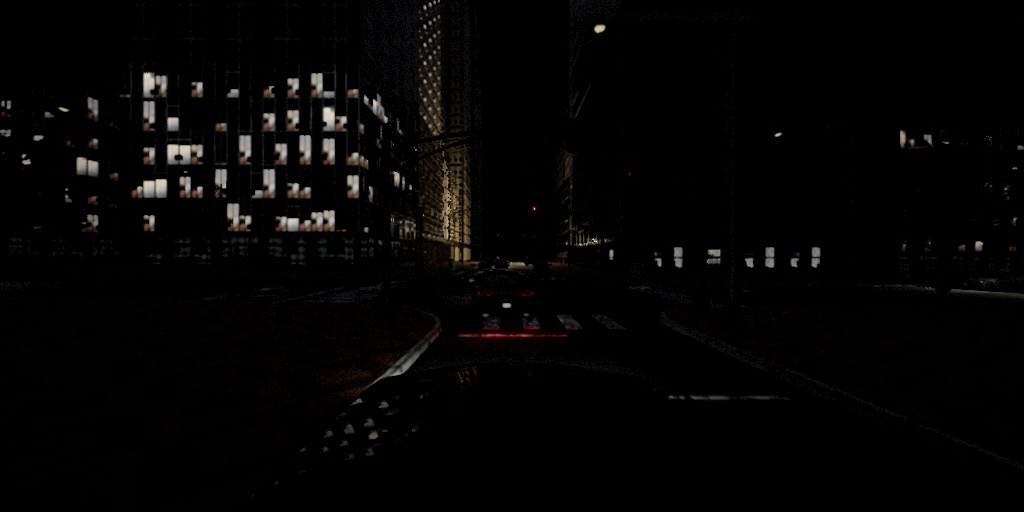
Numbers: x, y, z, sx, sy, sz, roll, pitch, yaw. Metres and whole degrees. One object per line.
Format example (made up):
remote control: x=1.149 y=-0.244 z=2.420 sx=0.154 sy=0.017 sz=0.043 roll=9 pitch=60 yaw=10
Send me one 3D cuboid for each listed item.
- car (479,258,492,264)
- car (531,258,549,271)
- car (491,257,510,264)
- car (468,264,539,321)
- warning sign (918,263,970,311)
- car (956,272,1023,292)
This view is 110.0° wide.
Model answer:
car: x=-4.019 y=1.315 z=53.680 sx=1.802 sy=1.307 sz=4.207 roll=0 pitch=0 yaw=0
car: x=3.933 y=1.305 z=48.187 sx=1.948 sy=1.339 sz=4.313 roll=0 pitch=0 yaw=0
car: x=-1.521 y=1.227 z=52.772 sx=2.128 sy=1.511 sz=4.902 roll=0 pitch=0 yaw=0
car: x=-0.460 y=1.228 z=12.467 sx=1.882 sy=1.535 sz=5.008 roll=1 pitch=0 yaw=-7
warning sign: x=17.279 y=1.199 z=14.384 sx=1.060 sy=1.860 sz=1.300 roll=0 pitch=0 yaw=-3
car: x=37.618 y=1.965 z=28.028 sx=4.674 sy=1.442 sz=1.812 roll=1 pitch=0 yaw=-3
